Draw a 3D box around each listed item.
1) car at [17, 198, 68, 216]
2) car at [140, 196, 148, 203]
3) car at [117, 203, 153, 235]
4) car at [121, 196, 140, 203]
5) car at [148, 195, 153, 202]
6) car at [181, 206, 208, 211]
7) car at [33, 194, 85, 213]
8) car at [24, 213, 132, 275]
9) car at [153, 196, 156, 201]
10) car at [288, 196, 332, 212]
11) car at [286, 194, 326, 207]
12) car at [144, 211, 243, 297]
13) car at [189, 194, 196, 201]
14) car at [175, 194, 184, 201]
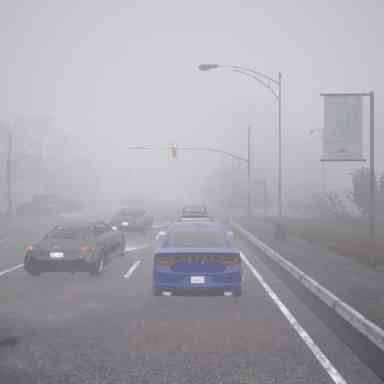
[{"bbox_3d":[-14.916,1.565,32.820,4.181,1.385,1.994,0,0,3],"label":"car"},{"bbox_3d":[-10.420,1.564,64.827,1.994,1.385,4.181,0,0,2],"label":"car"},{"bbox_3d":[-3.370,1.564,18.806,1.994,1.385,4.181,0,0,0],"label":"car"},{"bbox_3d":[-10.495,1.491,55.476,2.128,1.511,4.902,0,0,0],"label":"car"},{"bbox_3d":[-10.378,1.524,74.431,1.812,1.442,4.674,0,0,0],"label":"car"},{"bbox_3d":[0.129,1.491,18.148,2.128,1.511,4.902,0,0,0],"label":"car"},{"bbox_3d":[-14.673,1.224,36.308,5.566,2.045,2.150,0,0,3],"label":"car"},{"bbox_3d":[-3.393,1.564,10.423,1.994,1.385,4.181,0,0,1],"label":"car"},{"bbox_3d":[-10.361,1.549,84.458,1.994,1.385,4.181,0,0,0],"label":"car"},{"bbox_3d":[14.077,1.478,38.341,5.008,1.535,1.882,0,0,3],"label":"car"},{"bbox_3d":[14.791,1.221,41.826,5.566,2.045,2.150,0,0,2],"label":"car"},{"bbox_3d":[0.113,1.478,8.649,1.882,1.535,5.008,0,0,0],"label":"car"},{"bbox_3d":[0.141,1.533,85.615,2.033,1.411,5.357,0,0,0],"label":"car"},{"bbox_3d":[-3.359,1.349,86.007,2.097,1.767,4.553,0,0,0],"label":"car"}]
